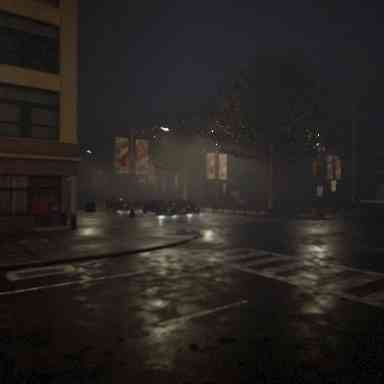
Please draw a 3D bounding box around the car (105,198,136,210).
[{"bbox_3d":[-9.523,1.485,42.274,2.128,1.511,4.902,0,0,-35],"label":"car"}]

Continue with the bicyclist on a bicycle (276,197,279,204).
[{"bbox_3d":[12.674,1.287,50.735,1.656,1.620,0.582,0,0,-36],"label":"bicyclist on a bicycle"}]

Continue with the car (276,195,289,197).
[{"bbox_3d":[18.427,1.301,69.365,2.002,1.452,4.674,0,0,-36],"label":"car"}]

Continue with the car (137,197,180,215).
[{"bbox_3d":[-3.530,1.520,33.916,1.812,1.442,4.674,0,0,-35],"label":"car"}]

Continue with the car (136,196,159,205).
[{"bbox_3d":[-8.035,1.468,59.975,1.882,1.535,5.008,0,0,-36],"label":"car"}]

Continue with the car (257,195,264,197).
[{"bbox_3d":[17.580,1.441,83.296,1.895,1.301,4.718,0,0,-36],"label":"car"}]

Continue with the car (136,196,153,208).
[{"bbox_3d":[-7.186,1.594,45.021,1.895,1.301,4.718,0,0,-35],"label":"car"}]

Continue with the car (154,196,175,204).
[{"bbox_3d":[-5.198,1.553,62.024,1.994,1.385,4.181,0,0,-36],"label":"car"}]

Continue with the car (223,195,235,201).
[{"bbox_3d":[7.938,1.395,76.832,2.161,1.482,4.786,0,0,-36],"label":"car"}]

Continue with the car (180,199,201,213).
[{"bbox_3d":[-0.964,1.498,36.351,1.837,1.490,4.892,0,0,-36],"label":"car"}]
